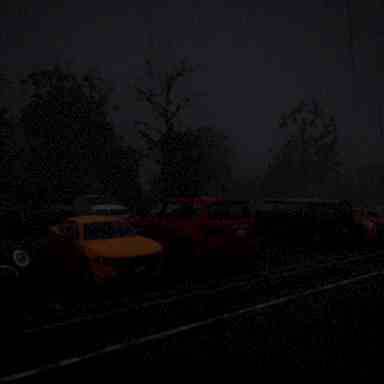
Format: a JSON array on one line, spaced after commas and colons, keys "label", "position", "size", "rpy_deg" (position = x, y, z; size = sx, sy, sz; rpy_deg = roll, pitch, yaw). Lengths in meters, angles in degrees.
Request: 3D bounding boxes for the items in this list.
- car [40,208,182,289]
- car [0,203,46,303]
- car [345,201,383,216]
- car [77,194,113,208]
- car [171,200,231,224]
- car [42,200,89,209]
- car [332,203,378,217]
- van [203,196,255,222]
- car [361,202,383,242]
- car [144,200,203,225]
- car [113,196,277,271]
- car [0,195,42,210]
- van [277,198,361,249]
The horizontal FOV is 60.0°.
[{"label": "car", "position": [-2.608, 1.429, 9.341], "size": [2.097, 1.535, 5.008], "rpy_deg": [0, 0, -36]}, {"label": "car", "position": [-5.079, 1.297, 7.578], "size": [2.185, 1.767, 4.553], "rpy_deg": [0, 0, -36]}, {"label": "car", "position": [22.398, 2.085, 42.503], "size": [2.185, 1.767, 4.553], "rpy_deg": [2, -1, -35]}, {"label": "car", "position": [-6.085, 1.195, 21.940], "size": [2.435, 2.045, 5.566], "rpy_deg": [0, 0, -36]}, {"label": "car", "position": [0.587, 1.531, 27.008], "size": [1.946, 1.575, 5.366], "rpy_deg": [1, -1, -36]}, {"label": "car", "position": [-8.358, 1.437, 20.315], "size": [2.231, 1.521, 4.892], "rpy_deg": [0, 0, -36]}, {"label": "car", "position": [19.848, 2.150, 40.612], "size": [2.002, 1.452, 4.674], "rpy_deg": [2, -1, -36]}, {"label": "van", "position": [3.034, 1.351, 28.397], "size": [1.878, 1.987, 4.442], "rpy_deg": [1, -1, -36]}, {"label": "car", "position": [7.221, 1.395, 16.477], "size": [2.185, 1.767, 4.553], "rpy_deg": [1, -1, -36]}, {"label": "car", "position": [-1.573, 1.497, 25.453], "size": [1.946, 1.575, 5.366], "rpy_deg": [1, 0, -36]}, {"label": "car", "position": [-0.262, 1.185, 11.077], "size": [2.435, 2.045, 5.566], "rpy_deg": [0, 0, -36]}, {"label": "car", "position": [-10.504, 1.178, 18.728], "size": [2.435, 2.045, 5.566], "rpy_deg": [0, 0, -36]}, {"label": "van", "position": [4.708, 1.261, 14.772], "size": [1.878, 1.987, 4.442], "rpy_deg": [1, 0, -36]}]
